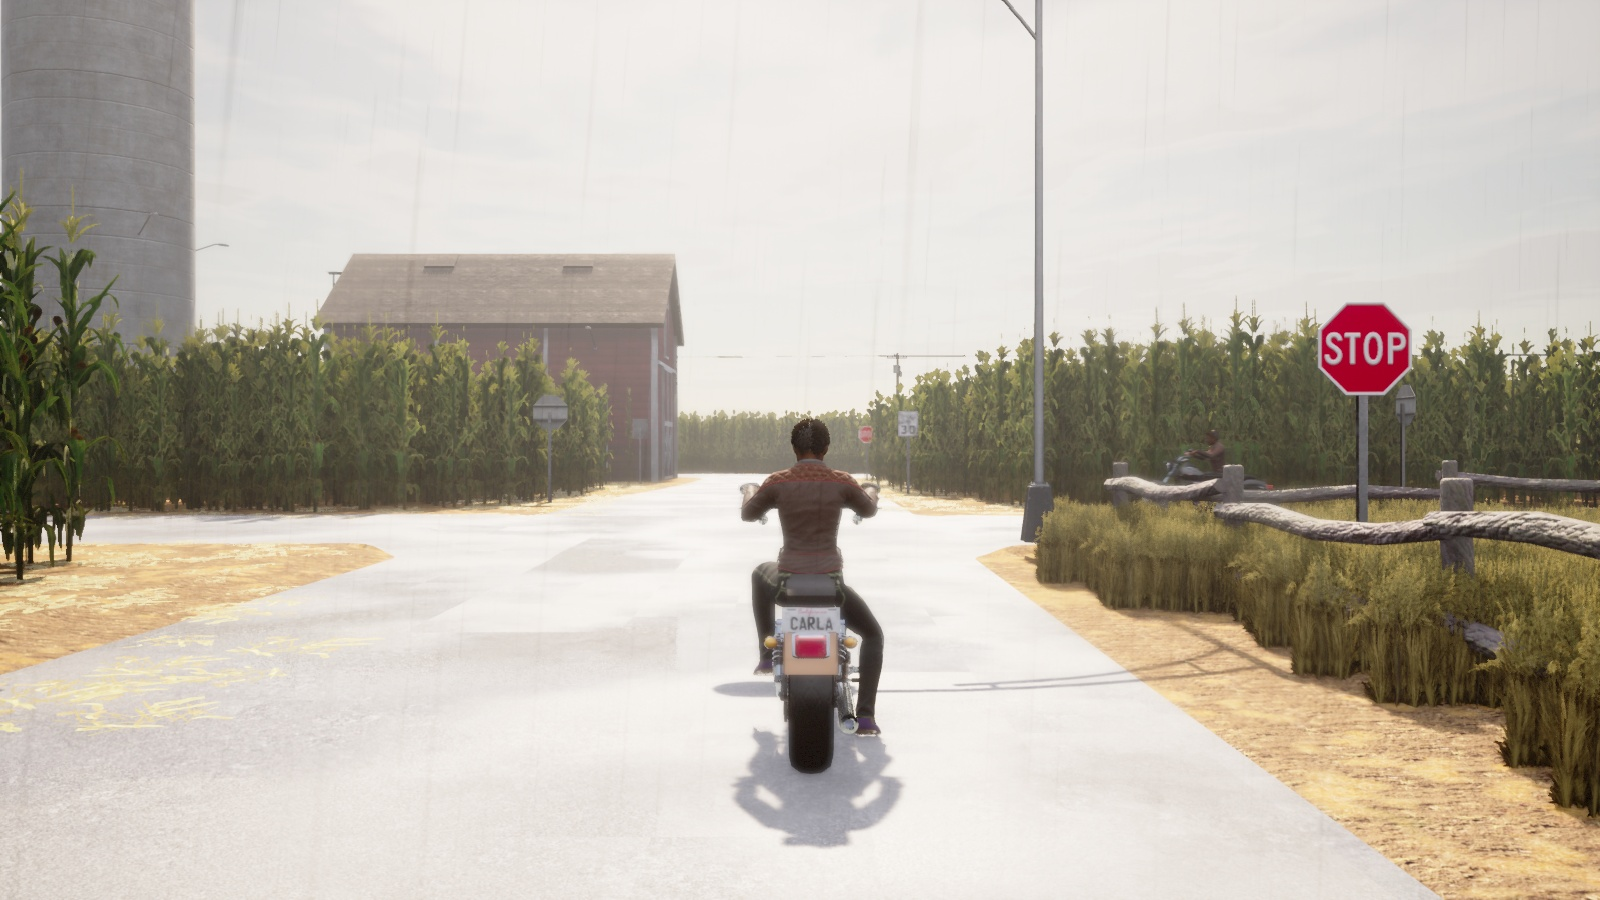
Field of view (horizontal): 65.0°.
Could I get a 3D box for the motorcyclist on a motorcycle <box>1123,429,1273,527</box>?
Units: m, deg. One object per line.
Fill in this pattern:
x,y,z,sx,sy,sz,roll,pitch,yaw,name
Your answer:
6.828,0.469,21.622,2.350,1.649,0.766,0,0,5,motorcyclist on a motorcycle

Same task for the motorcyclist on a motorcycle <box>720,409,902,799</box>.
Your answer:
0.053,0.647,6.489,0.766,1.649,2.350,0,0,0,motorcyclist on a motorcycle
